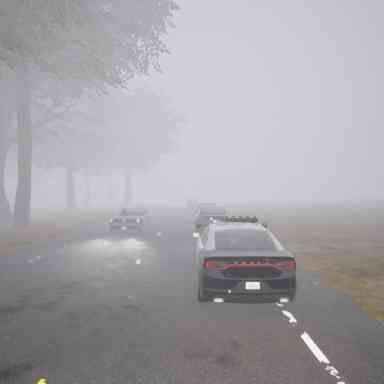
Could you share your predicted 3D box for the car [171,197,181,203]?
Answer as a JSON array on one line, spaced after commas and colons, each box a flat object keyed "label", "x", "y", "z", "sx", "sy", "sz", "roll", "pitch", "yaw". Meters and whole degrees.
[{"label": "car", "x": -3.458, "y": 1.744, "z": 71.821, "sx": 1.895, "sy": 1.301, "sz": 4.718, "roll": 0, "pitch": 0, "yaw": 0}]

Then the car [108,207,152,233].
[{"label": "car", "x": -3.587, "y": 1.601, "z": 19.815, "sx": 1.895, "sy": 1.301, "sz": 4.718, "roll": 0, "pitch": 0, "yaw": 0}]

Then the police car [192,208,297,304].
[{"label": "police car", "x": 1.057, "y": 1.423, "z": 8.364, "sx": 1.930, "sy": 1.638, "sz": 5.238, "roll": 0, "pitch": 0, "yaw": 0}]

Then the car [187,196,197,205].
[{"label": "car", "x": 0.037, "y": 1.576, "z": 63.656, "sx": 1.882, "sy": 1.535, "sz": 5.008, "roll": 0, "pitch": 0, "yaw": 0}]

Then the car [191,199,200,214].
[{"label": "car", "x": 1.065, "y": 1.508, "z": 24.258, "sx": 1.837, "sy": 1.490, "sz": 4.892, "roll": 0, "pitch": 0, "yaw": 0}]

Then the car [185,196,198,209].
[{"label": "car", "x": 0.053, "y": 1.579, "z": 45.925, "sx": 2.033, "sy": 1.411, "sz": 5.357, "roll": 0, "pitch": 0, "yaw": 0}]

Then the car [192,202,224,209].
[{"label": "car", "x": 1.062, "y": 1.505, "z": 18.256, "sx": 1.837, "sy": 1.490, "sz": 4.892, "roll": 0, "pitch": 0, "yaw": 0}]
